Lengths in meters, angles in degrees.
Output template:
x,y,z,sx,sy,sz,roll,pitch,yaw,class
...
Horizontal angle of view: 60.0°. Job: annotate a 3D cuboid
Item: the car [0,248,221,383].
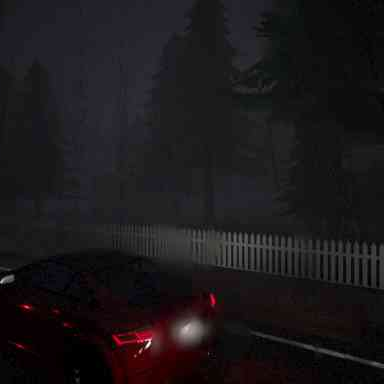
x,y,z,sx,sy,sz,roll,pitch,yaw,class
-1.675,1.564,4.975,4.181,1.385,1.994,0,0,35,car
